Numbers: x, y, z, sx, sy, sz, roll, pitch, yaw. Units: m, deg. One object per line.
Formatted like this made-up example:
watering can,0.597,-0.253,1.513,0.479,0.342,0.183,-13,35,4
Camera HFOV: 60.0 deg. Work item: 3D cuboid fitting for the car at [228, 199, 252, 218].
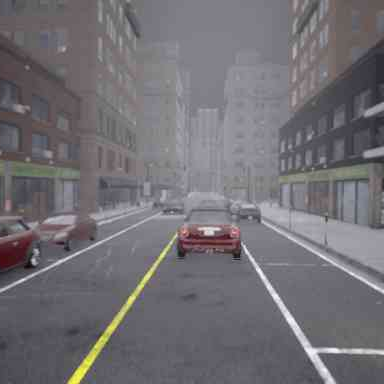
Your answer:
car,4.238,1.406,29.964,1.752,1.417,4.829,0,0,3

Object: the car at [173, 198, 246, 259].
car,0.644,1.295,12.554,2.097,1.767,4.553,0,0,3

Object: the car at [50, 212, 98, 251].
car,-5.098,1.475,13.462,1.802,1.307,4.206,0,0,3

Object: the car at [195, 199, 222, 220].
car,1.384,1.416,28.171,2.033,1.411,5.357,0,0,3

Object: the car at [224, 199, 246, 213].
car,4.497,1.419,35.375,1.947,1.339,4.313,0,0,3

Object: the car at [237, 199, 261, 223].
car,3.964,1.460,24.215,2.008,1.369,4.403,0,0,3

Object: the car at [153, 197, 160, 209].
car,-3.772,1.300,41.358,1.887,1.381,4.507,0,0,3

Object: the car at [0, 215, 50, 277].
car,-5.363,1.359,7.881,1.967,1.590,4.097,0,0,3

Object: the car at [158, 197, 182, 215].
car,-1.611,1.372,31.845,2.033,1.411,5.357,0,0,3

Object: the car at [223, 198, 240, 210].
car,4.763,1.407,40.954,1.802,1.307,4.206,0,0,3
